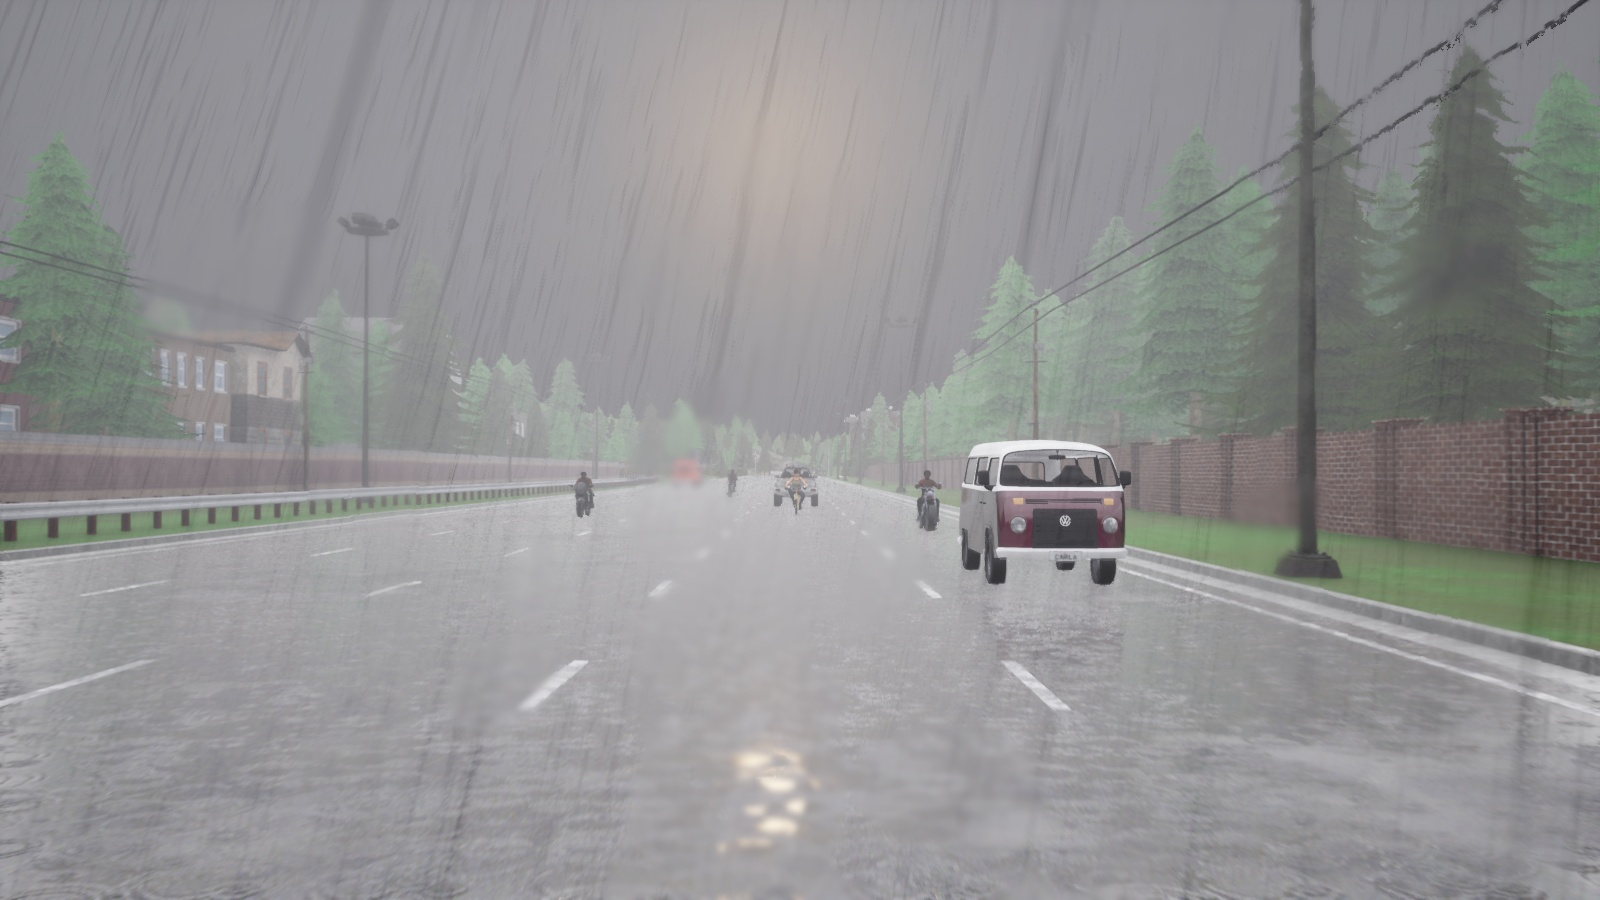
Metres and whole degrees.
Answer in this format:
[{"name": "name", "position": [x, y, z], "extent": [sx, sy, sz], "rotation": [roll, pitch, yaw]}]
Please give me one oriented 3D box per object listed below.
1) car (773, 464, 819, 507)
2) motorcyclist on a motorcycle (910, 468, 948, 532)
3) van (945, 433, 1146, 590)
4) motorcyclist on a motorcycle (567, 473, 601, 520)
[{"name": "car", "position": [-0.147, 1.569, 55.848], "extent": [1.932, 1.855, 4.605], "rotation": [0, -1, 0]}, {"name": "motorcyclist on a motorcycle", "position": [3.419, 1.311, 33.468], "extent": [0.766, 1.649, 2.350], "rotation": [0, -1, 0]}, {"name": "van", "position": [3.454, 0.835, 18.566], "extent": [2.069, 2.038, 4.480], "rotation": [0, -1, 0]}, {"name": "motorcyclist on a motorcycle", "position": [-7.100, 1.518, 41.364], "extent": [0.797, 1.523, 2.044], "rotation": [0, -1, 0]}]
